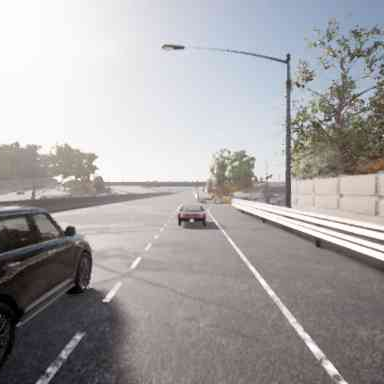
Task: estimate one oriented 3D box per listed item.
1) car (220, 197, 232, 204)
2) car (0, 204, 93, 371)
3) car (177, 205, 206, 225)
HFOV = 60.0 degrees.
[{"bbox_3d":[7.361,1.760,69.050,1.882,1.535,5.008,0,-1,24],"label":"car"},{"bbox_3d":[-3.402,1.205,5.505,2.150,2.045,5.566,0,0,0],"label":"car"},{"bbox_3d":[-0.011,1.538,23.488,1.895,1.301,4.718,0,0,0],"label":"car"}]
